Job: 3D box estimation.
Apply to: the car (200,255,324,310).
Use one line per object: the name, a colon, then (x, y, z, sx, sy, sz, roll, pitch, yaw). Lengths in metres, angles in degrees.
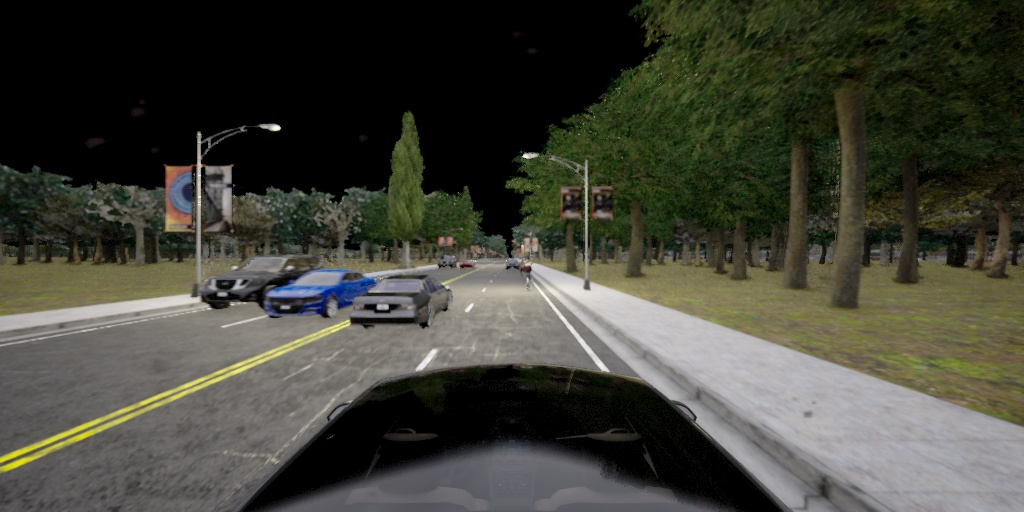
car: (-9.855, 0.967, 14.974, 2.150, 2.045, 5.566, 0, 0, 0)

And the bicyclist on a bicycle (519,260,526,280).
bicyclist on a bicycle: (0.884, 1.189, 30.867, 0.582, 1.620, 1.656, 0, 0, 0)

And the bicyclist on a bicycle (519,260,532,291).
bicyclist on a bicycle: (0.887, 1.111, 20.847, 0.659, 1.776, 1.843, 0, 0, 0)

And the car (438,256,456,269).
car: (-9.828, 0.945, 54.967, 2.150, 2.045, 5.566, 0, 0, 0)

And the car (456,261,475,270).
car: (-6.585, 1.325, 52.933, 1.895, 1.301, 4.718, 0, 0, 0)

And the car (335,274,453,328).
car: (-3.152, 1.293, 11.256, 2.033, 1.411, 5.357, 0, 0, 0)

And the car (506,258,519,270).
car: (0.073, 1.326, 53.258, 1.895, 1.301, 4.718, 0, 0, 0)

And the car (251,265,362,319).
car: (-6.603, 1.222, 12.947, 1.882, 1.535, 5.008, 0, 0, 0)
